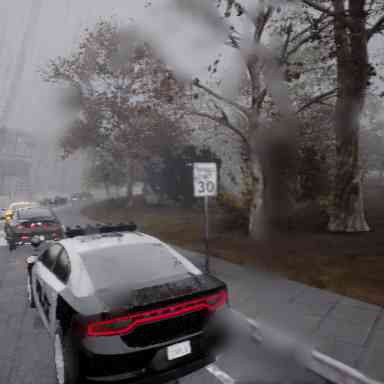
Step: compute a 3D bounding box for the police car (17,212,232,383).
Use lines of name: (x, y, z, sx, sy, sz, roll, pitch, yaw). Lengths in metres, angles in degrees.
police car: (-1.496, 1.331, 5.450, 1.930, 1.638, 5.238, -2, 2, -32)

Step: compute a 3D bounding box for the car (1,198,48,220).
car: (-9.541, 1.301, 18.925, 1.882, 1.535, 5.008, -2, 2, -28)

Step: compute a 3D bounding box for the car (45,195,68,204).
car: (-16.947, 1.037, 41.046, 1.895, 1.301, 4.718, -2, 2, -3)

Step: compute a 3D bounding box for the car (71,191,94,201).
car: (-16.938, 0.575, 51.426, 1.837, 1.490, 4.892, -2, 2, 9)

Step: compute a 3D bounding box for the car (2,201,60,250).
car: (-6.657, 1.365, 13.835, 1.837, 1.490, 4.892, -2, 2, -31)
